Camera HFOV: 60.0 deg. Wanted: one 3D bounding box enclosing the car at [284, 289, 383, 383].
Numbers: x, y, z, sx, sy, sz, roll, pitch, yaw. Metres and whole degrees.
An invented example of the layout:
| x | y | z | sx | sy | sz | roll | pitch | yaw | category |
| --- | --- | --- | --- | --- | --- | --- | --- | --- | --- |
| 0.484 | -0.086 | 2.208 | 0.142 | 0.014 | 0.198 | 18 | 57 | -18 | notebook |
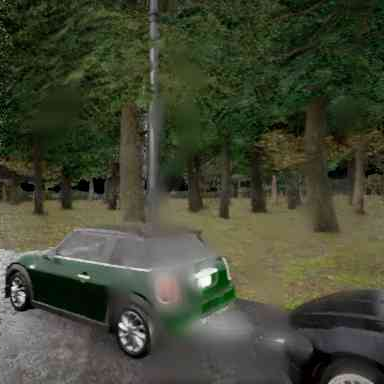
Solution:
| x | y | z | sx | sy | sz | roll | pitch | yaw | category |
| --- | --- | --- | --- | --- | --- | --- | --- | --- | --- |
| 3.316 | 1.493 | 2.778 | 5.008 | 1.535 | 1.882 | 0 | 0 | 36 | car |

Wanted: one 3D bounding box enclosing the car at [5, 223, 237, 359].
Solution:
| x | y | z | sx | sy | sz | roll | pitch | yaw | category |
| --- | --- | --- | --- | --- | --- | --- | --- | --- | --- |
| -1.534 | 1.375 | 6.261 | 4.553 | 1.767 | 2.097 | 0 | 0 | 36 | car |
